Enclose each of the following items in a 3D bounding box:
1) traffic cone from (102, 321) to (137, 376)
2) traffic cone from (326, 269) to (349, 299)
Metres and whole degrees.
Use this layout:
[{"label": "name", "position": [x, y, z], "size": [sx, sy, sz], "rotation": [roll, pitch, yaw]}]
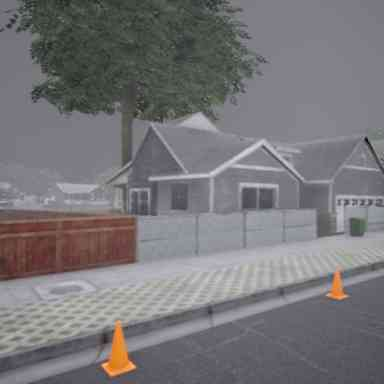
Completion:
[{"label": "traffic cone", "position": [-0.937, 1.955, 4.274], "size": [0.340, 0.580, 0.340], "rotation": [0, 0, -35]}, {"label": "traffic cone", "position": [3.135, 1.952, 7.179], "size": [0.340, 0.580, 0.340], "rotation": [0, 0, -35]}]
